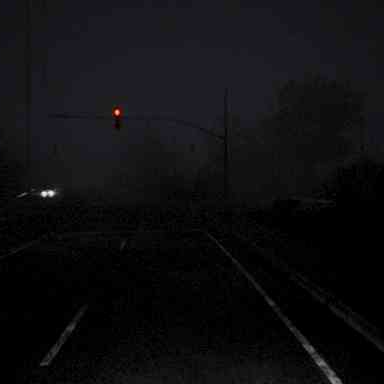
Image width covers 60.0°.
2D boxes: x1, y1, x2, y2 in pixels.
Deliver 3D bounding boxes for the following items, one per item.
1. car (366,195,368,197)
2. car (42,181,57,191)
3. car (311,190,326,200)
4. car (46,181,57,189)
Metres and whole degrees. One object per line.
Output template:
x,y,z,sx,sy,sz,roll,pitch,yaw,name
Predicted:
19.585,0.328,40.601,4.553,1.767,2.097,2,2,-18,car
-24.571,-0.907,57.022,2.128,1.511,4.902,-1,3,-21,car
17.932,0.322,43.745,4.674,1.442,1.812,2,2,-18,car
-30.514,-1.547,72.193,2.128,1.511,4.902,-1,3,-21,car
